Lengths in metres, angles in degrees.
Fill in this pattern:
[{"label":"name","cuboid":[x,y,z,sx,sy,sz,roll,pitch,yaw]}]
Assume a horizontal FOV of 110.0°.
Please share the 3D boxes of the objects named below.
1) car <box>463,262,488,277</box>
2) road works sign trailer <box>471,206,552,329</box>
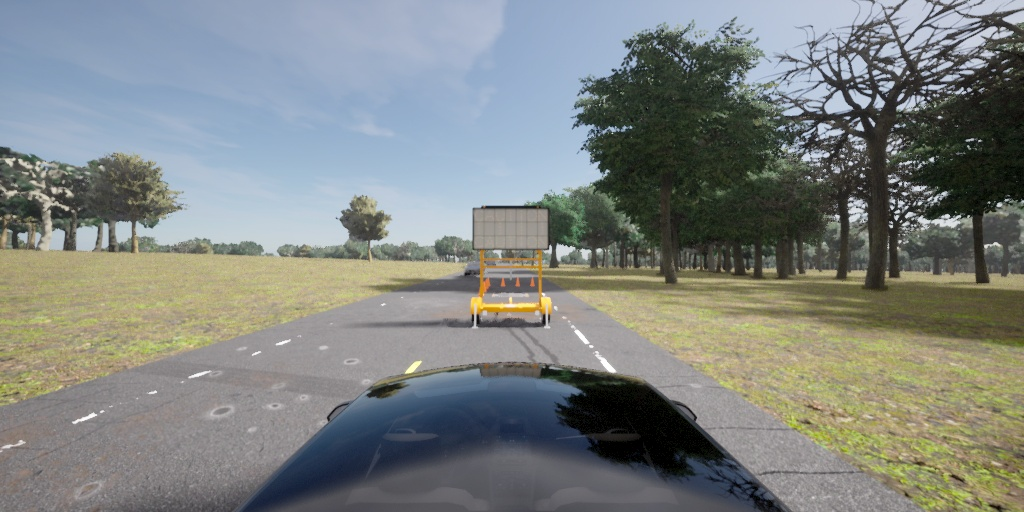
[{"label":"car","cuboid":[-3.860,1.372,37.104,1.837,1.490,4.892,0,0,-1]},{"label":"road works sign trailer","cuboid":[-0.035,0.221,11.313,2.380,3.560,2.880,0,0,0]}]
